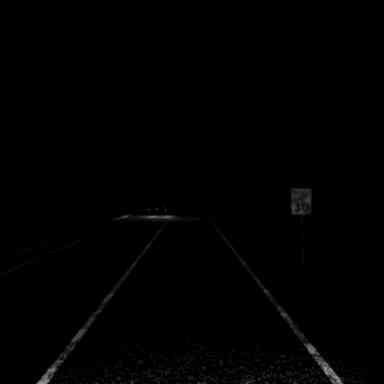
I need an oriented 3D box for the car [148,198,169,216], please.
[{"bbox_3d":[-3.888,1.730,39.538,2.150,2.045,5.566,0,-3,0],"label":"car"}]
